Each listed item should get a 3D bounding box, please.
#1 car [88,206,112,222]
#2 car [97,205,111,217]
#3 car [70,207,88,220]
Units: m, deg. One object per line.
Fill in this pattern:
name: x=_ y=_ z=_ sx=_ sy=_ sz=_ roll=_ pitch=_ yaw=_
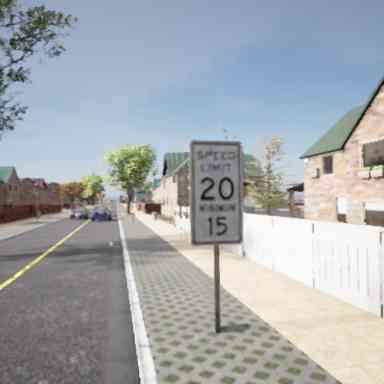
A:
car: x=-10.121 y=2.306 z=37.349 sx=2.097 sy=1.767 sz=4.553 roll=0 pitch=-1 yaw=-12
car: x=-12.468 y=2.683 z=47.336 sx=1.882 sy=1.535 sz=5.008 roll=0 pitch=-1 yaw=-13
car: x=-13.864 y=2.577 z=41.133 sx=2.128 sy=1.511 sz=4.902 roll=0 pitch=-1 yaw=-13
